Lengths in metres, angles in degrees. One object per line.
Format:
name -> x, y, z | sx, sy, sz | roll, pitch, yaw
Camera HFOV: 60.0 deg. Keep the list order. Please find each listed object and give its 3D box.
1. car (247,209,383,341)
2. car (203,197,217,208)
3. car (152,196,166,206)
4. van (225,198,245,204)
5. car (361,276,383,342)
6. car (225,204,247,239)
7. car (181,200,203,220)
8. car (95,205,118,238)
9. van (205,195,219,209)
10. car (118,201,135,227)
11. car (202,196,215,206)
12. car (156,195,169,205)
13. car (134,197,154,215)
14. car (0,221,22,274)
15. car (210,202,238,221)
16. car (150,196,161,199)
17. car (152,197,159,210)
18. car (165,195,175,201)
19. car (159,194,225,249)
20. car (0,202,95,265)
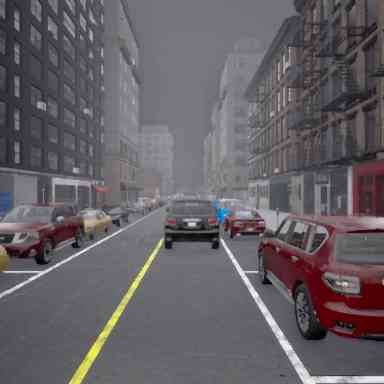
car -> 2.638, 1.314, 6.448 | 2.192, 1.841, 5.009 | 0, 0, 0
car -> 2.638, 1.512, 49.894 | 1.752, 1.417, 4.829 | 0, 0, 0
car -> -5.387, 1.426, 55.134 | 1.967, 1.590, 4.097 | 0, 0, 0
van -> 2.638, 1.338, 22.677 | 1.690, 1.788, 3.998 | 0, 0, 0
car -> 2.638, 1.543, 1.039 | 1.887, 1.381, 4.507 | 0, 0, 0
car -> 2.638, 1.542, 17.267 | 1.887, 1.381, 4.507 | 0, 0, 0
car -> 0.000, 1.512, 29.649 | 1.837, 1.490, 4.892 | 0, 0, 0
car -> -5.387, 1.523, 17.097 | 1.752, 1.417, 4.829 | 0, 0, 0
van -> 2.638, 1.330, 44.315 | 1.690, 1.788, 3.998 | 0, 0, 0
car -> -5.387, 1.562, 22.677 | 1.947, 1.339, 4.313 | 0, 0, 0
car -> 2.638, 1.426, 55.133 | 1.967, 1.590, 4.097 | 0, 0, 0
car -> -5.387, 1.424, 60.543 | 1.967, 1.590, 4.097 | 0, 0, 0
car -> -5.387, 1.544, 33.496 | 2.008, 1.369, 4.403 | 0, 0, 0
car -> -5.388, 1.524, 6.278 | 1.752, 1.417, 4.829 | 0, 0, 0
car -> 2.638, 1.561, 28.087 | 1.947, 1.339, 4.313 | 0, 0, 0
car -> -5.387, 1.571, 44.315 | 1.802, 1.307, 4.206 | 0, 0, 0
car -> -5.387, 1.557, 38.905 | 1.947, 1.339, 4.313 | 0, 0, 0
car -> -5.387, 1.529, 82.180 | 2.008, 1.369, 4.403 | 0, 0, 0
car -> 0.000, 1.257, 14.679 | 2.150, 2.045, 5.566 | 0, 0, 0
car -> -5.387, 1.314, 11.858 | 2.192, 1.841, 5.009 | 0, 0, 0
